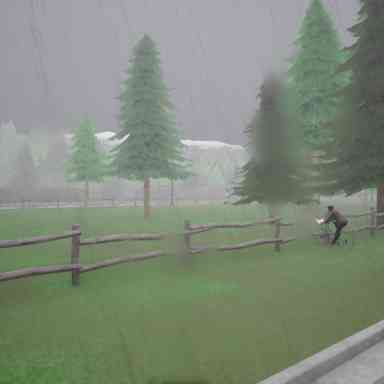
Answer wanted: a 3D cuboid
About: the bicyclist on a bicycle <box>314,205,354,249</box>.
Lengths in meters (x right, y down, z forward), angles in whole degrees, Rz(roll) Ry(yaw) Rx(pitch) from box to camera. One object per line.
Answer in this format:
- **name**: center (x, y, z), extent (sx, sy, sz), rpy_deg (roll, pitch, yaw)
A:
- **bicyclist on a bicycle**: center (5.416, 1.348, 12.705), extent (0.582, 1.620, 1.656), rpy_deg (0, 3, -37)
